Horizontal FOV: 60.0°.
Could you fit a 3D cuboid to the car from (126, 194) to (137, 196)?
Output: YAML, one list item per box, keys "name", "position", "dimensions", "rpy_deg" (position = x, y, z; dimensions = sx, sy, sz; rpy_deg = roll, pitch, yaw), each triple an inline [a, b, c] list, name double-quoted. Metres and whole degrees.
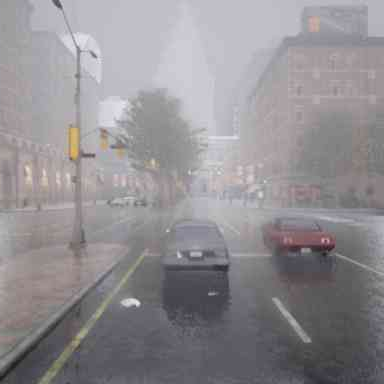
- name: "car"
  position: [-11.507, 1.366, 62.855]
  dimensions: [2.150, 2.045, 5.566]
  rpy_deg: [0, 0, 0]

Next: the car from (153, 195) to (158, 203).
- name: "car"
  position: [-8.007, 1.670, 62.896]
  dimensions: [1.812, 1.442, 4.674]
  rpy_deg: [0, 0, 0]

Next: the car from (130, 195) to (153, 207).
- name: "car"
  position: [-8.063, 1.614, 53.128]
  dimensions: [2.128, 1.511, 4.902]
  rpy_deg: [0, 0, 0]

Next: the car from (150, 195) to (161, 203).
- name: "car"
  position: [-8.009, 1.523, 73.155]
  dimensions: [2.097, 1.767, 4.553]
  rpy_deg: [0, 0, 0]

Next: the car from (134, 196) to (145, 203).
- name: "car"
  position: [-11.509, 1.692, 73.122]
  dimensions: [1.812, 1.442, 4.674]
  rpy_deg: [0, 0, 0]

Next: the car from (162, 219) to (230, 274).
- name: "car"
  position: [0.098, 1.572, 10.633]
  dimensions: [2.033, 1.411, 5.357]
  rpy_deg: [0, 0, 0]

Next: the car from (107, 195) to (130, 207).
- name: "car"
  position: [-11.563, 1.647, 52.841]
  dimensions: [1.812, 1.442, 4.674]
  rpy_deg: [0, 0, 0]

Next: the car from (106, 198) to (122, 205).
- name: "car"
  position: [-14.757, 1.740, 63.111]
  dimensions: [1.895, 1.301, 4.718]
  rpy_deg: [0, 0, 0]

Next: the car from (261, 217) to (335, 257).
- name: "car"
  position: [3.906, 1.631, 13.121]
  dimensions: [1.895, 1.301, 4.718]
  rpy_deg: [0, 0, 4]
